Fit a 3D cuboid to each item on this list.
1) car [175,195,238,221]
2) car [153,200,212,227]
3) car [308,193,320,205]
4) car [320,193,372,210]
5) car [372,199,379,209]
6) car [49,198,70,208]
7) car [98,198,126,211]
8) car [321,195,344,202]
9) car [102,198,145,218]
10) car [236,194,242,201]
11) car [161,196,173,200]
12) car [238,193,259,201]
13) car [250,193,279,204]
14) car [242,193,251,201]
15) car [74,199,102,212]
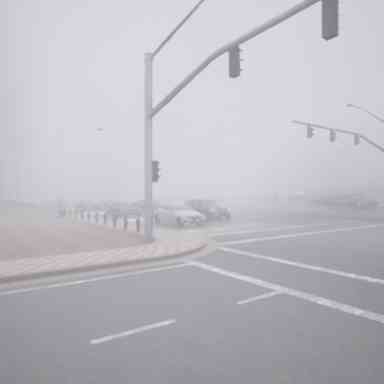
[{"bbox_3d":[1.022,1.329,25.853,2.097,1.767,4.553,0,0,-36],"label":"car"},{"bbox_3d":[-0.960,1.508,22.650,1.812,1.442,4.674,0,0,-34],"label":"car"},{"bbox_3d":[26.047,1.066,65.961,1.932,1.855,4.605,0,0,-35],"label":"car"},{"bbox_3d":[17.864,1.099,38.657,1.932,1.855,4.605,0,0,-35],"label":"car"},{"bbox_3d":[20.253,1.097,40.291,1.905,1.878,3.866,0,0,-35],"label":"car"},{"bbox_3d":[-19.144,1.584,48.087,1.895,1.301,4.718,0,0,-35],"label":"car"},{"bbox_3d":[-10.007,1.503,41.252,1.812,1.442,4.674,0,0,-35],"label":"car"},{"bbox_3d":[28.445,1.272,67.588,1.784,1.438,3.905,0,0,-35],"label":"car"},{"bbox_3d":[-6.080,1.546,29.753,1.994,1.385,4.181,0,0,-36],"label":"car"},{"bbox_3d":[8.277,1.325,71.741,1.970,1.475,3.806,0,0,-35],"label":"car"},{"bbox_3d":[-4.299,1.455,33.277,1.882,1.535,5.008,0,0,-36],"label":"car"},{"bbox_3d":[12.793,1.074,75.015,1.932,1.855,4.605,0,0,-35],"label":"car"},{"bbox_3d":[12.332,1.333,56.092,1.970,1.475,3.806,0,0,-35],"label":"car"},{"bbox_3d":[10.636,1.289,73.418,1.784,1.438,3.905,0,0,-35],"label":"car"},{"bbox_3d":[-11.909,1.547,37.891,1.994,1.385,4.181,0,0,-36],"label":"car"}]
